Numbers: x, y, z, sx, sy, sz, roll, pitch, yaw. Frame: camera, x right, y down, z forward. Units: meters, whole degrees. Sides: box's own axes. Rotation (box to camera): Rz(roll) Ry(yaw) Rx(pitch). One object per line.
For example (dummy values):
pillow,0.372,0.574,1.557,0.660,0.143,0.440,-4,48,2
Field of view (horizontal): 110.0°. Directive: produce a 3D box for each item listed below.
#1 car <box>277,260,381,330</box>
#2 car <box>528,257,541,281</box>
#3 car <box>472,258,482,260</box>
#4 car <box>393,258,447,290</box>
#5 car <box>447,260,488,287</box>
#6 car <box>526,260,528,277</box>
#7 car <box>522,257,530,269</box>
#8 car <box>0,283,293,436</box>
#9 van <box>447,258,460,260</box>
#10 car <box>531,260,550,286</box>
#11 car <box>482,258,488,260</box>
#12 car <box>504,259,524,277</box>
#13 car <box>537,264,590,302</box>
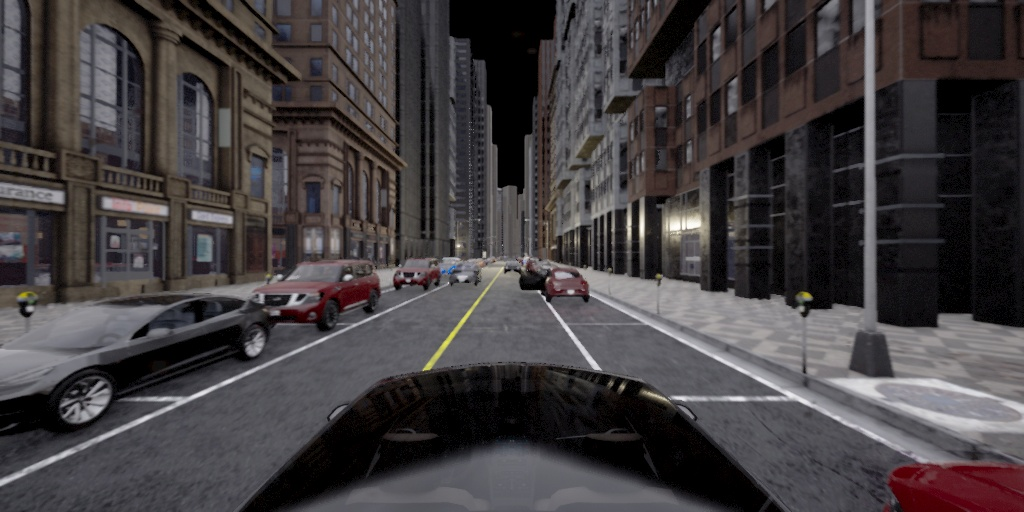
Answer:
car,-5.759,1.054,11.196,2.192,1.841,5.009,0,0,0
car,2.775,1.159,33.613,1.967,1.591,4.097,0,0,0
car,-5.743,1.150,50.408,1.967,1.591,4.097,0,0,0
car,-5.754,1.043,22.399,2.192,1.841,5.009,0,0,0
car,-3.088,1.217,24.696,2.128,1.511,4.902,0,0,0
car,2.778,1.298,39.214,1.802,1.307,4.207,0,0,0
car,2.780,1.027,44.816,2.192,1.841,5.009,0,0,0
car,-5.761,1.311,5.594,1.948,1.339,4.313,0,0,0
van,-5.750,1.060,33.602,1.690,1.789,3.998,0,0,0
car,2.773,1.274,28.010,2.007,1.370,4.403,0,0,0
car,-5.739,1.145,61.611,1.967,1.591,4.097,0,0,0
car,0.053,1.316,40.304,1.895,1.301,4.718,0,0,0
car,2.358,1.259,16.657,1.812,1.442,4.674,0,0,0
